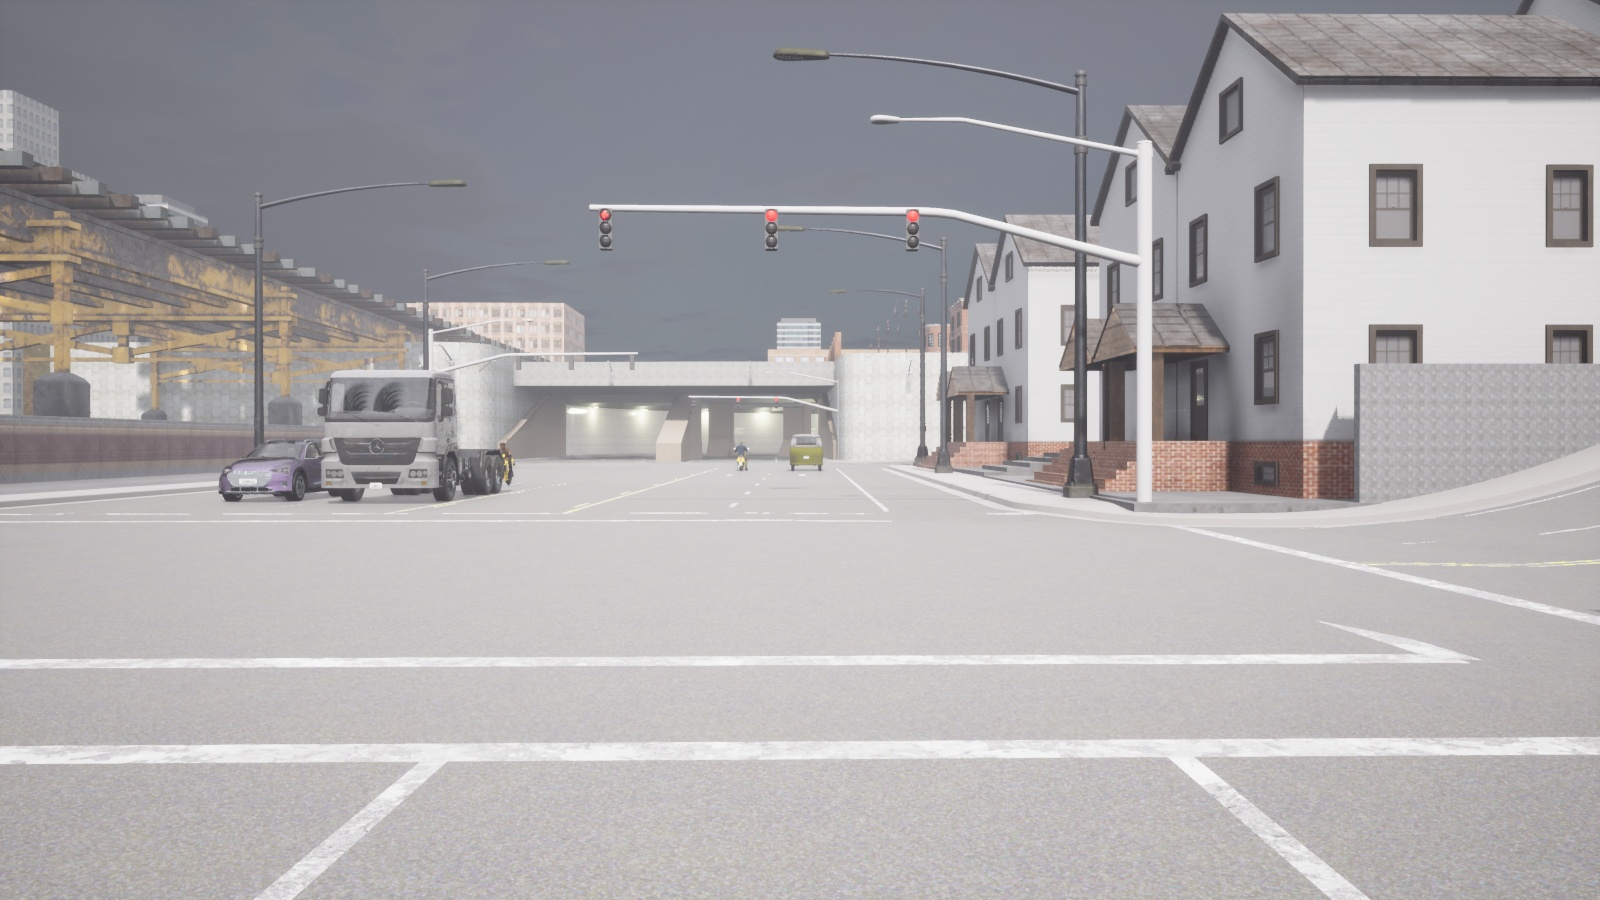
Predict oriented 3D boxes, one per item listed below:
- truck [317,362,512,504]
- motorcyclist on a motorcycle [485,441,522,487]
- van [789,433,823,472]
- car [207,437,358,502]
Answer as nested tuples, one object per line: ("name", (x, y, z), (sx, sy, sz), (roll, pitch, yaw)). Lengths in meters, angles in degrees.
("truck", (-10.315, -0.439, 34.598), (2.891, 3.462, 7.936), (0, 0, 0))
("motorcyclist on a motorcycle", (-10.277, 0.470, 43.538), (0.797, 1.523, 2.044), (0, 1, 0))
("van", (0.340, 0.117, 67.674), (1.775, 1.987, 4.442), (0, 0, 0))
("car", (-13.823, 0.474, 33.899), (2.033, 1.649, 4.856), (0, 0, 0))
